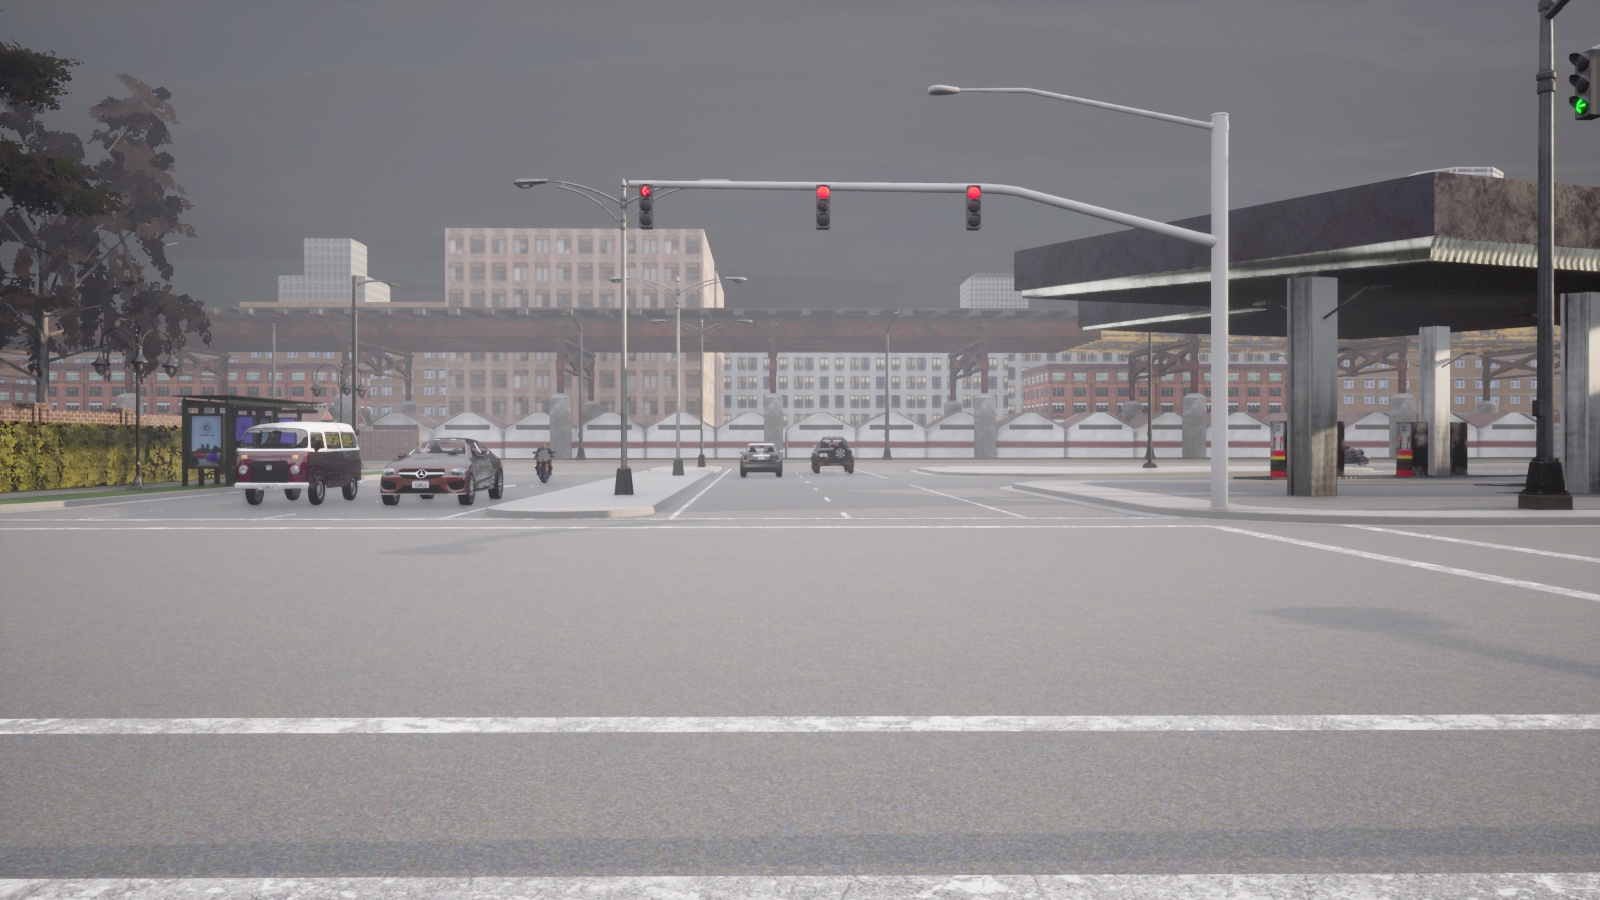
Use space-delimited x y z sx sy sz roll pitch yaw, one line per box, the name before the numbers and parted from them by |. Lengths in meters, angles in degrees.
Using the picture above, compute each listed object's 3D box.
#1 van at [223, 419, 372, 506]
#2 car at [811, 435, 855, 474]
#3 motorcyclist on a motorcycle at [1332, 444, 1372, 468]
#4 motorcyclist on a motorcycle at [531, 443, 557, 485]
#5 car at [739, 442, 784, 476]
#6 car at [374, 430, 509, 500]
van | -12.501 0.282 31.579 2.069 2.038 4.480 0 0 -2
car | 1.584 0.212 62.406 1.932 1.855 4.605 0 0 -2
motorcyclist on a motorcycle | 34.967 0.361 79.571 2.191 1.530 0.866 0 1 0
motorcyclist on a motorcycle | -9.612 0.507 47.206 0.866 1.530 2.191 -1 0 -9
car | -1.743 0.391 56.576 1.970 1.475 3.806 0 0 -2
car | -9.015 0.337 32.078 2.152 1.651 5.027 0 0 -2
